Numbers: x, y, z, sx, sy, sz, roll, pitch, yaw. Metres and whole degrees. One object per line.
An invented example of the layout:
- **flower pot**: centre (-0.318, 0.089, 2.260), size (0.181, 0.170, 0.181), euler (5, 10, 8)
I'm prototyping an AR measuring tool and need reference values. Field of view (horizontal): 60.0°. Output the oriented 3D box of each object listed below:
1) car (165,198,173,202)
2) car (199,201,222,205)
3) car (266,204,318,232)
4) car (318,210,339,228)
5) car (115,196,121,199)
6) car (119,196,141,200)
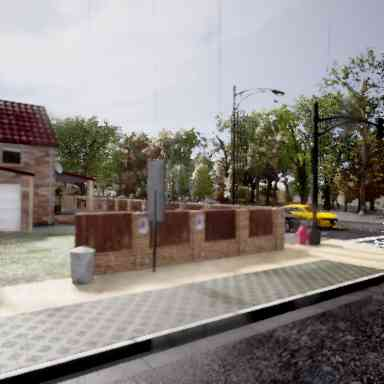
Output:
- **car**: centre (-4.905, 1.664, 53.329), size (2.128, 1.511, 4.902), euler (1, 0, -36)
- **car**: centre (1.891, 1.656, 32.278), size (2.128, 1.511, 4.902), euler (1, 0, -36)
- **car**: centre (5.453, 1.686, 21.690), size (1.812, 1.442, 4.674), euler (1, 0, -35)
- **car**: centre (7.941, 1.682, 23.802), size (1.882, 1.535, 5.008), euler (1, 0, -36)
- **car**: centre (-14.101, 1.580, 66.211), size (1.882, 1.535, 5.008), euler (1, 0, -36)
- **car**: centre (-6.364, 1.586, 38.263), size (1.837, 1.490, 4.892), euler (1, 0, -35)
